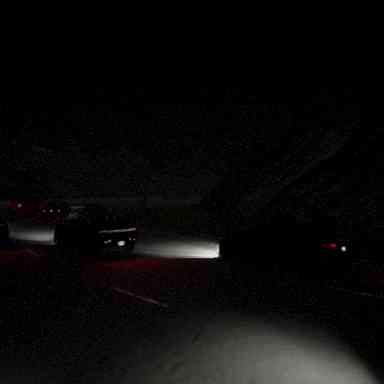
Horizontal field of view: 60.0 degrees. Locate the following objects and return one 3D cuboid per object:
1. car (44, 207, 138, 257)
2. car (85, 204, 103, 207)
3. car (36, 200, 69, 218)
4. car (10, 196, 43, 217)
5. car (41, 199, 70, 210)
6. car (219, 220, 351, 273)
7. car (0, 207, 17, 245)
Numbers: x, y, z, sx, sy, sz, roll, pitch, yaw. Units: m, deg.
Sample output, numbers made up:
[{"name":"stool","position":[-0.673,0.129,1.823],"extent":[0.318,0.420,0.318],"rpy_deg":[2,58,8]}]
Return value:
[{"name":"car","position":[-4.000,1.573,13.423],"extent":[2.128,1.511,4.902],"rpy_deg":[0,0,-40]},{"name":"car","position":[-8.167,1.714,27.709],"extent":[2.033,1.411,5.357],"rpy_deg":[0,0,-19]},{"name":"car","position":[-12.932,1.732,31.861],"extent":[2.033,1.411,5.357],"rpy_deg":[0,0,-12]},{"name":"car","position":[-16.849,1.415,34.369],"extent":[2.150,2.045,5.566],"rpy_deg":[0,0,-9]},{"name":"car","position":[-20.423,1.853,50.052],"extent":[1.994,1.385,4.181],"rpy_deg":[0,0,14]},{"name":"car","position":[2.959,1.644,11.091],"extent":[4.181,1.385,1.994],"rpy_deg":[0,0,41]},{"name":"car","position":[-9.597,1.574,15.226],"extent":[2.128,1.511,4.902],"rpy_deg":[0,0,-34]}]
